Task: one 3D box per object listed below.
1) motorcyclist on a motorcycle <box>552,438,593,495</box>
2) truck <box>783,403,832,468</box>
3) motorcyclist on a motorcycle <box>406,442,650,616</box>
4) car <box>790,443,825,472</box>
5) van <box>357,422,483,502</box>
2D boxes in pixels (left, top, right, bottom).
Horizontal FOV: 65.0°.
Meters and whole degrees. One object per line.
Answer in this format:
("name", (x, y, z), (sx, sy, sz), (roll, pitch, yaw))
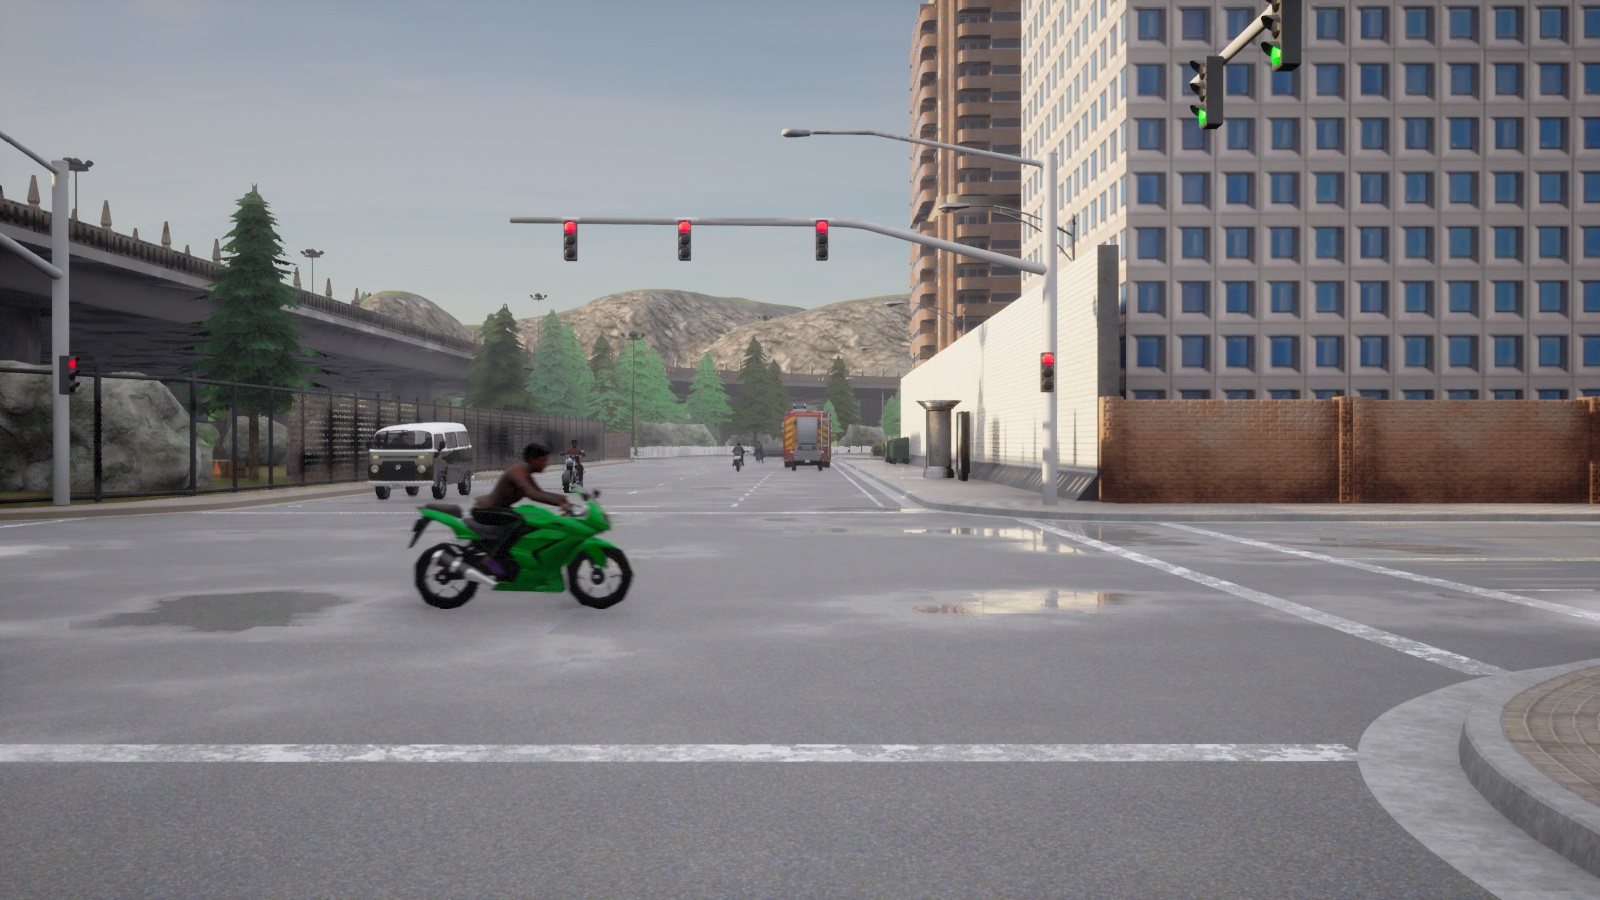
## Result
("motorcyclist on a motorcycle", (-6.781, 0.480, 37.514), (0.766, 1.649, 2.350), (0, 0, 0))
("truck", (0.443, -0.860, 78.360), (2.891, 3.827, 8.468), (0, 0, 0))
("motorcyclist on a motorcycle", (-2.440, 0.695, 11.428), (2.044, 1.523, 0.797), (0, 0, 0))
("car", (0.387, 0.376, 68.187), (1.845, 1.501, 3.633), (0, 0, 0))
("van", (-10.298, 0.258, 34.399), (2.069, 2.038, 4.480), (0, 2, 0))
